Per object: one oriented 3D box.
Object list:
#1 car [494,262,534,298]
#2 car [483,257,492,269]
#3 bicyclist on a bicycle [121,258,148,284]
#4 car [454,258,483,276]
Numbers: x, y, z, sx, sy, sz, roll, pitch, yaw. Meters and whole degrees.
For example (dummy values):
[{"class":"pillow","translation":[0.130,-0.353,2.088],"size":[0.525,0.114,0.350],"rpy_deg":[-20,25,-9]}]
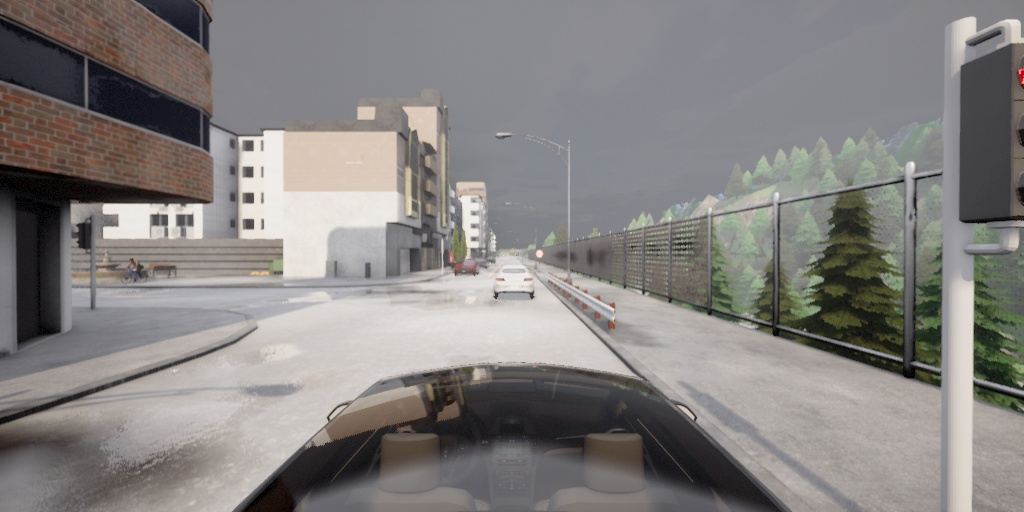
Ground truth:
[{"class":"car","translation":[0.092,1.162,17.618],"size":[1.812,1.442,4.674],"rpy_deg":[0,0,0]},{"class":"car","translation":[-4.093,0.974,46.982],"size":[2.033,1.411,5.357],"rpy_deg":[0,0,0]},{"class":"bicyclist on a bicycle","translation":[-24.284,0.946,23.063],"size":[0.582,1.620,1.656],"rpy_deg":[0,1,0]},{"class":"car","translation":[-4.094,1.005,32.885],"size":[1.882,1.535,5.008],"rpy_deg":[0,0,0]}]
